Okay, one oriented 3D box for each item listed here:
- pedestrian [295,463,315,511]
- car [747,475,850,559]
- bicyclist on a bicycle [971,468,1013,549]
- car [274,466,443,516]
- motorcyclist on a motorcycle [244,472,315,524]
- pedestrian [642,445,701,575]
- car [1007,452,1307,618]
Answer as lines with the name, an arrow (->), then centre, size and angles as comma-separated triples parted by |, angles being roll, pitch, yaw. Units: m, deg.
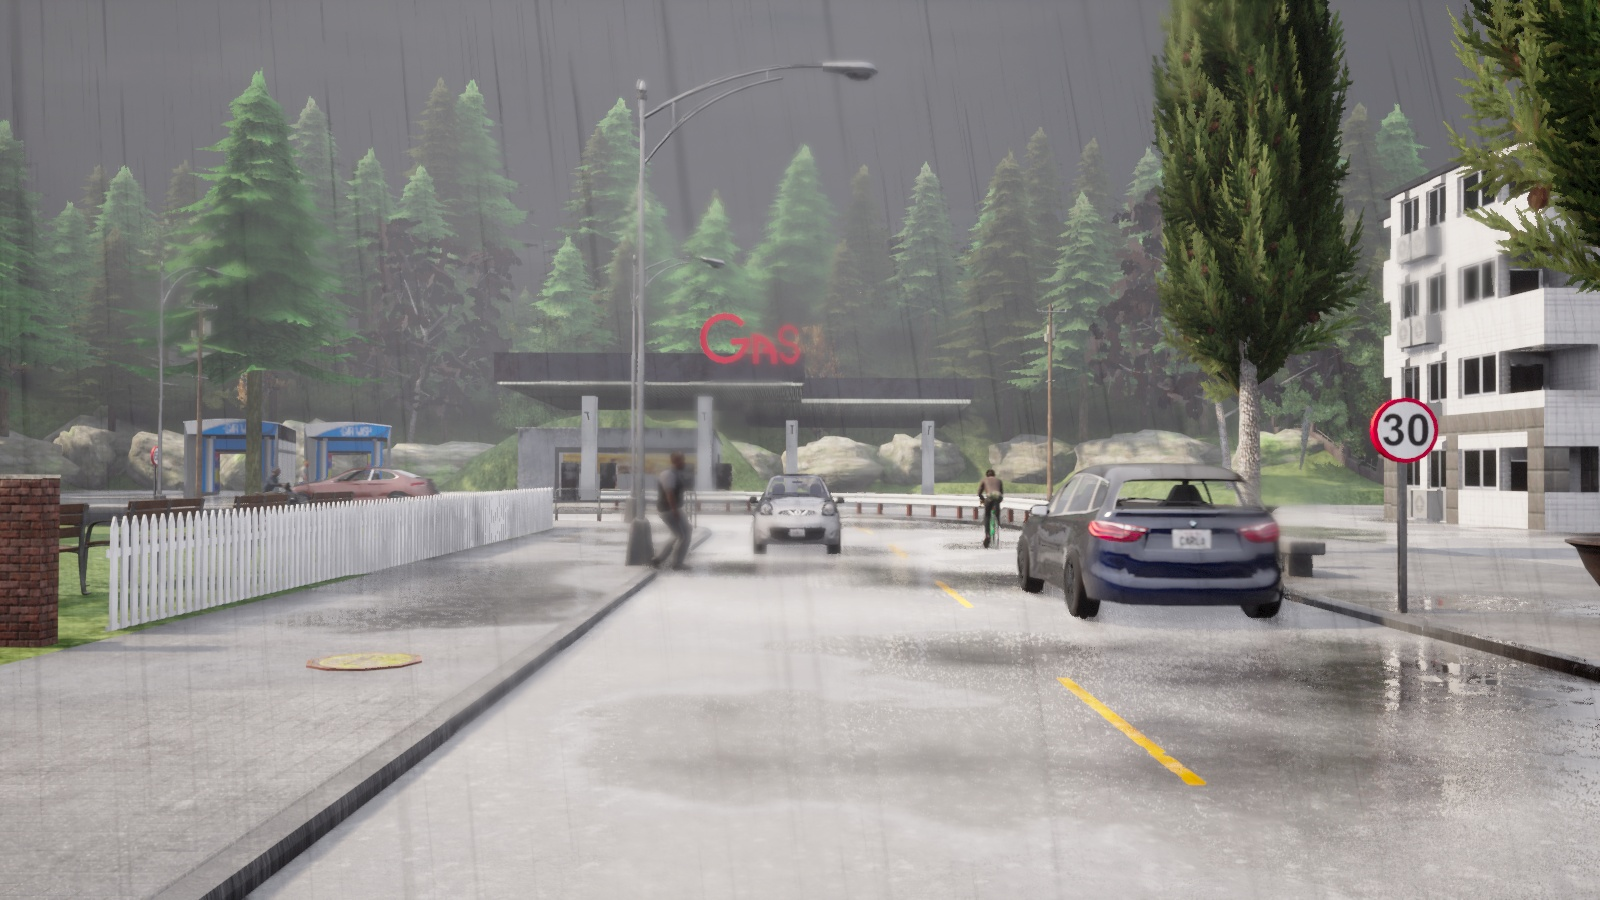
pedestrian -> -18.878, 1.403, 47.907 | 0.706, 1.836, 0.354 | 0, -1, -22
car -> -0.046, 1.239, 24.456 | 1.845, 1.501, 3.633 | 0, -1, -1
bicyclist on a bicycle -> 3.947, 1.186, 25.880 | 0.582, 1.620, 1.656 | 0, -1, 0
car -> -14.986, 1.372, 42.845 | 5.027, 1.651, 2.152 | 0, -1, 0
motorcyclist on a motorcycle -> -16.082, 1.483, 38.811 | 1.817, 1.590, 0.866 | 0, -1, 0
pedestrian -> -1.892, 0.876, 18.486 | 0.849, 1.883, 0.563 | 0, -1, -6
car -> 3.971, 0.894, 14.938 | 2.242, 1.667, 4.611 | 0, -1, 0
